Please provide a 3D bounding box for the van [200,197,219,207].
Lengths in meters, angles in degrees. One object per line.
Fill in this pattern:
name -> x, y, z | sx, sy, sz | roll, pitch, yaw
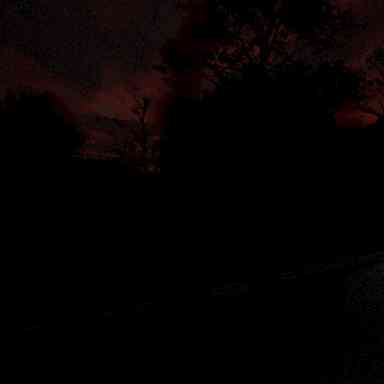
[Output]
van -> 3.770, 2.137, 73.781 | 1.878, 1.987, 4.442 | 0, 0, -36

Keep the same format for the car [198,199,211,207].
car -> 0.768, 2.354, 55.389 | 2.231, 1.521, 4.892 | 0, 0, -36

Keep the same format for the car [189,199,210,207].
car -> 1.553, 2.362, 72.055 | 2.097, 1.535, 5.008 | 0, 0, -36
